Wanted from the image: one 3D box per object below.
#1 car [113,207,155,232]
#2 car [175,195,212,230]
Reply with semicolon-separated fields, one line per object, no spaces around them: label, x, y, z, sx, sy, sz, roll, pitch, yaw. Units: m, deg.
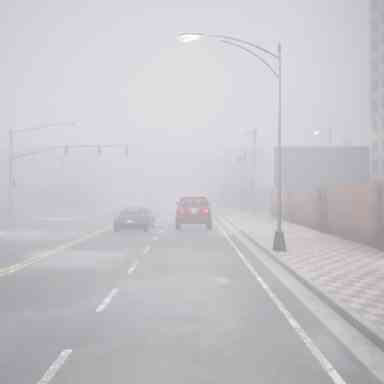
car;-3.404;1.564;20.100;1.994;1.385;4.181;0;0;0
car;0.096;1.222;21.445;2.150;2.045;5.566;0;0;0
